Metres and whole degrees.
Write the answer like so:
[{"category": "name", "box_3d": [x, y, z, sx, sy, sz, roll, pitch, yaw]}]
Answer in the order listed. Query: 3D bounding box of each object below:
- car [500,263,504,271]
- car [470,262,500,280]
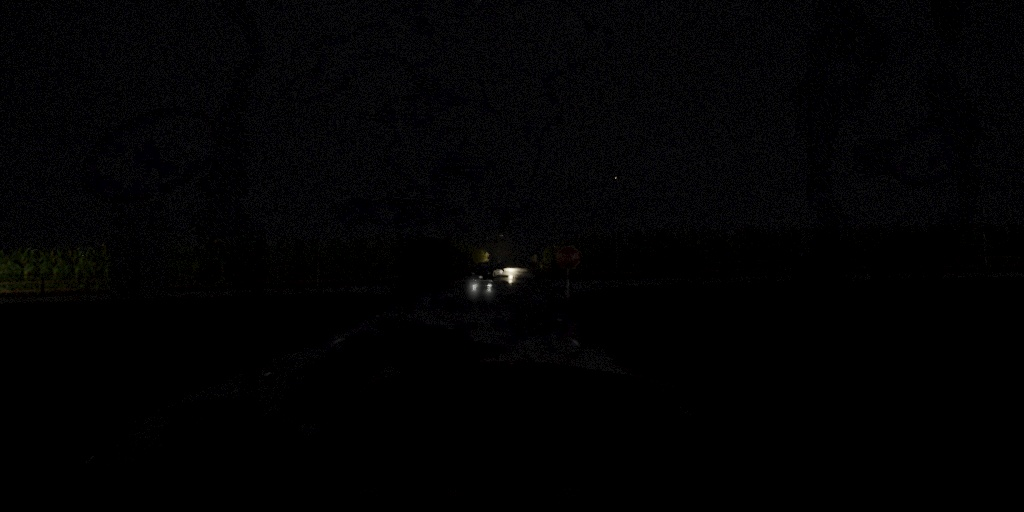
[{"category": "car", "box_3d": [-2.192, 1.523, 54.228, 1.994, 1.385, 4.181, 0, 0, 1]}, {"category": "car", "box_3d": [-2.442, 1.302, 31.341, 2.033, 1.411, 5.357, 0, 0, 1]}]
